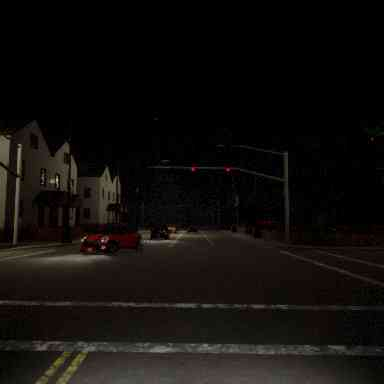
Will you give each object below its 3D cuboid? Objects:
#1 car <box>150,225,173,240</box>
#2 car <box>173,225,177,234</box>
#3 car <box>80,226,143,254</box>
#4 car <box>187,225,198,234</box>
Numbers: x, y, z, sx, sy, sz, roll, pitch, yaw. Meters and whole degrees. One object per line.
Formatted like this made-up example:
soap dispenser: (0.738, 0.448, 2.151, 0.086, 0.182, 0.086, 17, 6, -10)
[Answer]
car: (-3.530, 4.570, 37.293, 1.837, 1.490, 4.892, 0, -5, 0)
car: (-3.494, 6.004, 53.576, 1.882, 1.535, 5.008, 0, -5, 0)
car: (-5.117, 3.005, 21.627, 2.097, 1.767, 4.553, -3, -6, 23)
car: (0.105, 6.475, 57.881, 2.033, 1.411, 5.357, 0, -5, 0)
